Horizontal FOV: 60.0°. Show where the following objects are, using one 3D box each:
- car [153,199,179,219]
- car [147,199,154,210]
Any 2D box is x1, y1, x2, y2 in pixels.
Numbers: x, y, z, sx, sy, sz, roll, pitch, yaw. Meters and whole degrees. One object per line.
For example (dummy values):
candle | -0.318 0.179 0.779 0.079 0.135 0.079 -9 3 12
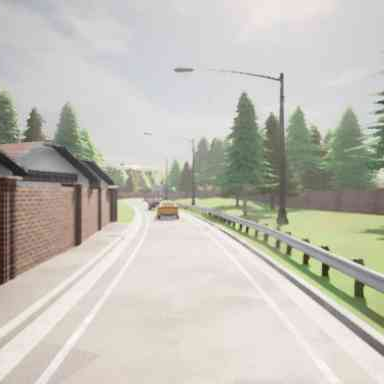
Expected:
car | -2.347 1.611 31.214 1.882 1.535 5.008 0 -1 -8
car | -5.096 1.706 46.035 1.837 1.490 4.892 0 0 -12
